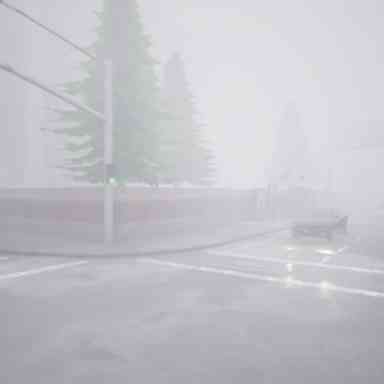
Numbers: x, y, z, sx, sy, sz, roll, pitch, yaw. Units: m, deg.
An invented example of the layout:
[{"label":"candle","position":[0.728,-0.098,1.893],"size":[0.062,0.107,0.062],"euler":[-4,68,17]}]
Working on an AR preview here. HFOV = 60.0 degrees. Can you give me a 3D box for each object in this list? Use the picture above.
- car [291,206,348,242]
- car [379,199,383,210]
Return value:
[{"label":"car","position":[6.703,1.538,17.251],"size":[1.882,1.535,5.008],"euler":[0,0,36]},{"label":"car","position":[26.236,1.466,44.143],"size":[2.097,1.767,4.553],"euler":[0,0,36]}]
